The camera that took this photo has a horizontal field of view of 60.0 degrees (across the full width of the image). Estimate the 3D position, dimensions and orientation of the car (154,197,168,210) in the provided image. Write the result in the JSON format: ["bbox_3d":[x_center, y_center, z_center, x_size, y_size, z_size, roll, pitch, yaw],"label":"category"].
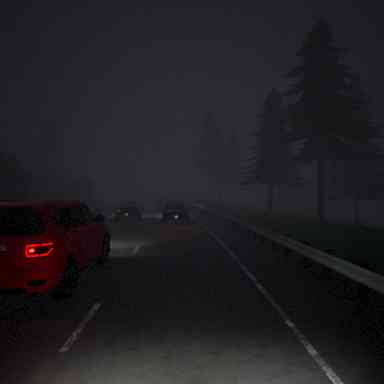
[{"bbox_3d":[-3.600,1.357,41.354,1.882,1.535,5.008,0,0,-10],"label":"car"}]

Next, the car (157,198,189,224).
[{"bbox_3d":[-1.277,1.419,24.329,2.128,1.511,4.902,0,0,-6],"label":"car"}]

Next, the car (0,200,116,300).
[{"bbox_3d":[-3.633,1.199,8.412,2.150,2.045,5.566,0,0,-2],"label":"car"}]

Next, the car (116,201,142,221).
[{"bbox_3d":[-5.029,1.451,26.601,1.812,1.442,4.674,0,0,-6],"label":"car"}]
